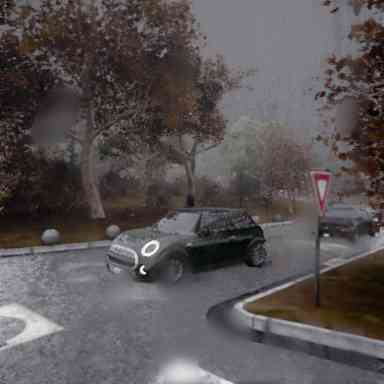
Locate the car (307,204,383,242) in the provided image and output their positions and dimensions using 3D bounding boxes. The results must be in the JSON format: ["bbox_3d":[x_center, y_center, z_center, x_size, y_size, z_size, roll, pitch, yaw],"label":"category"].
[{"bbox_3d":[7.647,1.512,16.415,2.033,1.411,5.357,2,0,43],"label":"car"}]

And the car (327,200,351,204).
[{"bbox_3d":[11.794,1.572,25.816,2.033,1.411,5.357,1,0,38],"label":"car"}]

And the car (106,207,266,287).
[{"bbox_3d":[-0.007,1.230,9.129,4.553,1.767,2.097,0,1,-41],"label":"car"}]

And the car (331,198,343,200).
[{"bbox_3d":[20.263,1.518,46.237,1.994,1.385,4.181,1,1,8],"label":"car"}]
